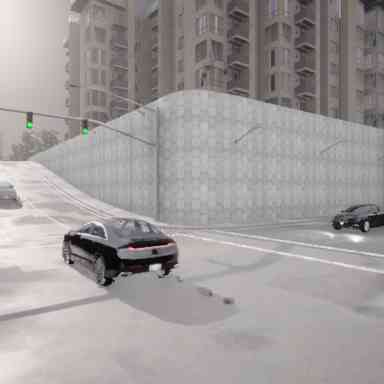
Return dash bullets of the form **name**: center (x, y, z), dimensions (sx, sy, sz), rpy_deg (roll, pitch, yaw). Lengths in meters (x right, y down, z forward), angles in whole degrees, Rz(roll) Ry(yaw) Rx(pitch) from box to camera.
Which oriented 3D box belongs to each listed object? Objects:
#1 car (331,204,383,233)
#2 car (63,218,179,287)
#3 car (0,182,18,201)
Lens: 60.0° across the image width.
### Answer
- **car**: center (10.340, 1.504, 19.978), dimensions (4.892, 1.490, 1.837), rpy_deg (0, 0, -36)
- **car**: center (-2.252, 1.492, 9.523), dimensions (2.128, 1.511, 4.902), rpy_deg (0, 0, -36)
- **car**: center (-17.292, -0.158, 30.437), dimensions (1.812, 1.442, 4.674), rpy_deg (0, 9, -36)
